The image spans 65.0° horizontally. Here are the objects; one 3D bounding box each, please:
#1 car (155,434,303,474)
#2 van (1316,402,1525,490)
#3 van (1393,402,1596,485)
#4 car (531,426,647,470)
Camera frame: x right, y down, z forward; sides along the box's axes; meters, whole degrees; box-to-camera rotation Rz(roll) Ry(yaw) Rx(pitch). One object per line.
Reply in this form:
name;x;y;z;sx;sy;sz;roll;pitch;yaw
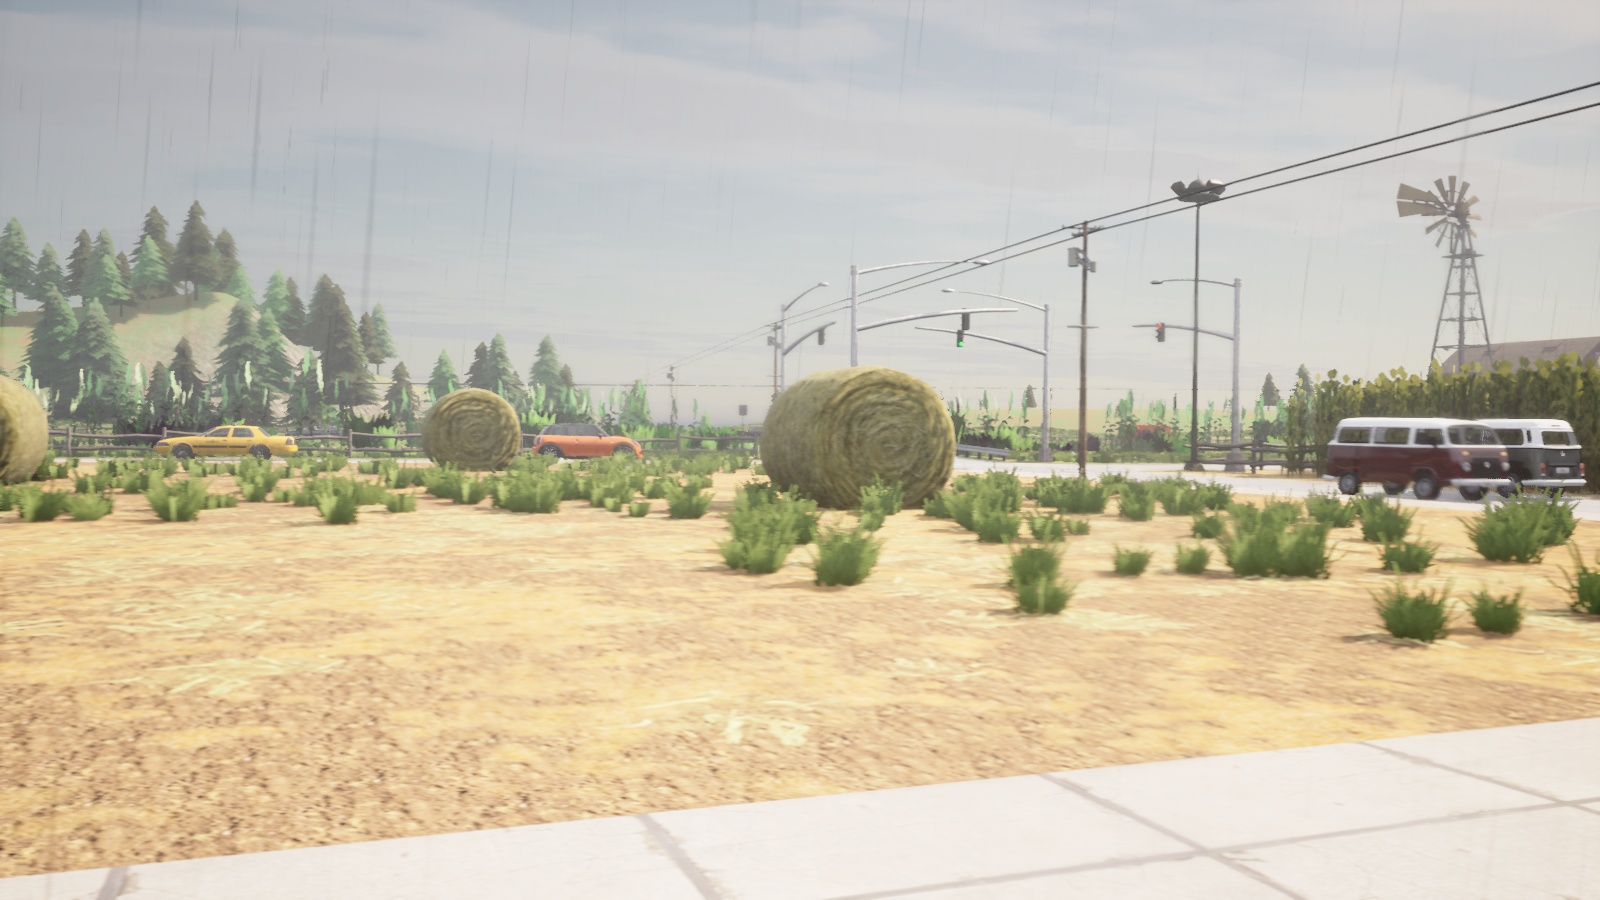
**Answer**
car;-23.520;0.138;51.960;5.366;1.575;1.801;-1;1;-17
van;15.390;-0.130;31.434;2.069;2.038;4.480;-1;1;-20
van;18.370;-0.195;33.481;2.069;2.038;4.480;-1;1;-20
car;-8.890;-0.114;52.763;4.553;1.767;2.097;-1;1;-17
